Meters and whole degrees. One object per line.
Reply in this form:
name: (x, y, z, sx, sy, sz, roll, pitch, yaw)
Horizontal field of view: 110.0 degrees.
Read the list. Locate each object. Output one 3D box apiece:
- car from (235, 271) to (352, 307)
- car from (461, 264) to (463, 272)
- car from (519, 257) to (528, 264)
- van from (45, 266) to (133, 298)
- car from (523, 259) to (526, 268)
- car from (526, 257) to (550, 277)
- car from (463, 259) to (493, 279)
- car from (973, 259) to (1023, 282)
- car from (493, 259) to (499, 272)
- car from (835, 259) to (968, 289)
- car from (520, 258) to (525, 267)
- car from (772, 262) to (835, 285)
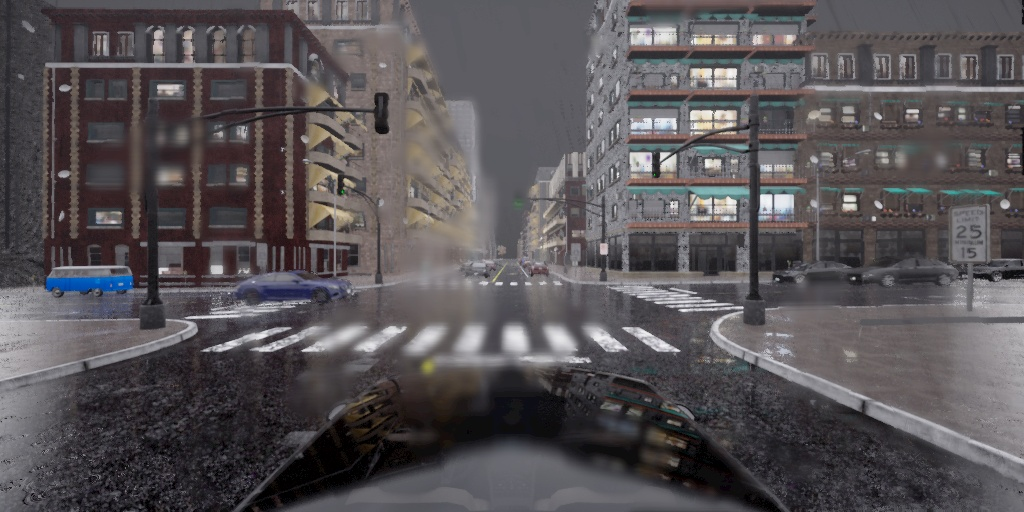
car: (-9.547, 1.369, 15.813, 4.674, 1.442, 1.812, -2, 0, 0)
car: (-5.665, 1.309, 47.269, 2.007, 1.370, 4.403, 0, 0, 0)
car: (2.726, 1.347, 63.866, 1.802, 1.307, 4.207, 0, 0, 0)
van: (-25.358, 1.499, 21.567, 3.998, 1.789, 1.690, 0, 0, 0)
car: (2.712, 1.307, 41.729, 2.007, 1.370, 4.403, 0, 0, 0)
car: (2.709, 1.195, 36.195, 1.967, 1.591, 4.097, 0, 0, 0)
car: (-3.081, 1.281, 33.342, 1.812, 1.442, 4.674, 0, 0, 0)
car: (29.605, 0.830, 21.668, 4.313, 1.339, 1.948, 0, 0, 0)
car: (-3.069, 1.284, 46.958, 1.812, 1.442, 4.674, 0, 0, 0)
car: (20.557, 0.904, 19.040, 4.892, 1.490, 1.837, -1, 0, 0)
car: (2.723, 1.345, 58.332, 1.802, 1.307, 4.207, 0, 0, 0)
car: (18.280, 1.013, 21.747, 4.313, 1.339, 1.948, 0, 0, 0)
